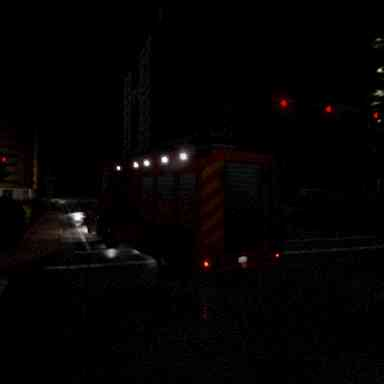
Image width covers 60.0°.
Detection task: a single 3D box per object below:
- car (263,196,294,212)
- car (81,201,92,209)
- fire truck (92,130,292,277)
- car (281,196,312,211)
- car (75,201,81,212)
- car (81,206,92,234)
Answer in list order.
[{"bbox_3d":[11.194,1.495,43.340,1.905,1.878,3.866,1,0,-21],"label":"car"},{"bbox_3d":[-7.133,1.539,25.322,1.882,1.535,5.008,1,0,-22],"label":"car"},{"bbox_3d":[-0.819,0.379,11.752,2.891,3.827,8.468,1,0,-31],"label":"fire truck"},{"bbox_3d":[13.934,1.524,44.409,1.905,1.878,3.866,1,0,-21],"label":"car"},{"bbox_3d":[-12.972,1.710,40.045,1.895,1.301,4.718,1,0,-22],"label":"car"},{"bbox_3d":[-4.170,1.634,17.315,1.895,1.301,4.718,1,0,-30],"label":"car"}]
